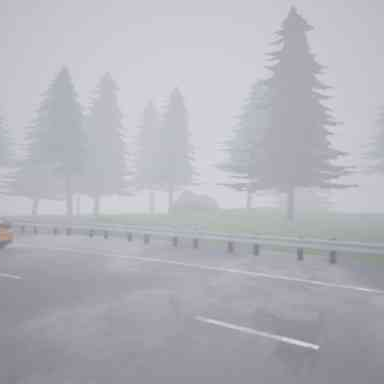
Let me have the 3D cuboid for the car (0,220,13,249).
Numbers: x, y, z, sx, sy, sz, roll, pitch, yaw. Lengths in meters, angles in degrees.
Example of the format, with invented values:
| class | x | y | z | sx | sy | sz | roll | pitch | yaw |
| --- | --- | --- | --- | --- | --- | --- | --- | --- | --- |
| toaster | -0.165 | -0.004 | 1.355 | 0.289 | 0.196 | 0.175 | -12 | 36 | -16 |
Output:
| class | x | y | z | sx | sy | sz | roll | pitch | yaw |
| --- | --- | --- | --- | --- | --- | --- | --- | --- | --- |
| car | -9.132 | 1.454 | 12.829 | 5.008 | 1.535 | 1.882 | 0 | 0 | 27 |
